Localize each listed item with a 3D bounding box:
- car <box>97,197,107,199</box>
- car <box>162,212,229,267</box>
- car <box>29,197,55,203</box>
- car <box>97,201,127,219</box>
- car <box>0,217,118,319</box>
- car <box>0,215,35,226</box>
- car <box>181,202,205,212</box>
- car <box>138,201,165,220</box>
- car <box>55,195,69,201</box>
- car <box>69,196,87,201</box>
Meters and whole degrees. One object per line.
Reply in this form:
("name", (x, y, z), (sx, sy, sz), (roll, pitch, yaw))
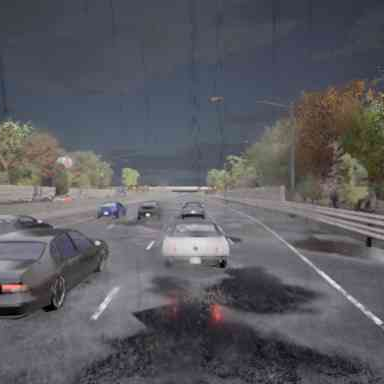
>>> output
("car", (-17.498, 1.598, 64.475), (2.033, 1.411, 5.357), (0, 0, 0))
("car", (0.101, 1.600, 11.381), (1.895, 1.301, 4.718), (0, 0, 0))
("car", (-27.995, 1.588, 61.640), (2.033, 1.411, 5.357), (0, 0, 0))
("car", (-6.898, 1.533, 28.999), (1.812, 1.442, 4.674), (0, 0, 0))
("car", (-3.401, 1.547, 7.659), (2.033, 1.411, 5.357), (0, 0, 0))
("car", (-6.900, 1.564, 12.832), (1.994, 1.385, 4.181), (0, 0, 0))
("car", (0.100, 1.570, 28.702), (1.994, 1.385, 4.181), (0, 0, 0))
("car", (-3.398, 1.511, 28.046), (1.837, 1.490, 4.892), (0, 0, 0))
("car", (-24.496, 1.394, 63.126), (2.097, 1.767, 4.553), (0, 0, 0))
("car", (-20.998, 1.642, 62.790), (1.895, 1.301, 4.718), (0, 0, 0))
